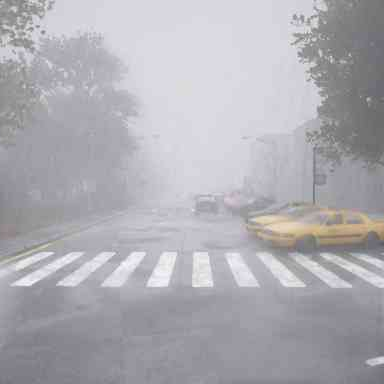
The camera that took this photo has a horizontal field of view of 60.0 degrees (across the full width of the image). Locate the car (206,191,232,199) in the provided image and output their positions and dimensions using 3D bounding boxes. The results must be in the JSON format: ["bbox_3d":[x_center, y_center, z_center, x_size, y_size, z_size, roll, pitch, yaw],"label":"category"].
[{"bbox_3d":[5.656,0.697,69.862,5.008,1.535,2.097,1,0,-20],"label":"car"}]

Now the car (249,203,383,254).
[{"bbox_3d":[5.150,1.359,12.761,5.366,1.575,1.946,1,1,-20],"label":"car"}]

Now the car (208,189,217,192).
[{"bbox_3d":[5.465,0.728,42.809,5.566,2.045,2.435,1,1,-20],"label":"car"}]

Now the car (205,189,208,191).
[{"bbox_3d":[5.520,0.626,51.825,5.566,2.045,2.435,1,1,-20],"label":"car"}]

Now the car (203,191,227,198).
[{"bbox_3d":[5.529,0.606,78.806,5.366,1.575,1.946,1,1,-20],"label":"car"}]

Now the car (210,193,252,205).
[{"bbox_3d":[5.323,0.940,45.770,5.366,1.575,1.946,1,1,-20],"label":"car"}]

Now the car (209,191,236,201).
[{"bbox_3d":[5.576,0.658,60.841,4.553,1.767,2.185,1,0,-20],"label":"car"}]

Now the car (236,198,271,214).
[{"bbox_3d":[5.347,1.285,18.826,4.892,1.521,2.231,1,1,-20],"label":"car"}]

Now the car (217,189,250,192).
[{"bbox_3d":[5.466,0.926,36.836,4.553,1.767,2.185,1,1,-20],"label":"car"}]

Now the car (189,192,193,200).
[{"bbox_3d":[0.270,0.750,65.630,2.128,1.511,4.902,0,1,0],"label":"car"}]

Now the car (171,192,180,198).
[{"bbox_3d":[-3.735,0.673,75.877,1.994,1.385,4.181,0,1,0],"label":"car"}]

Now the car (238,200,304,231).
[{"bbox_3d":[5.156,1.320,15.762,5.366,1.575,1.946,0,1,-20],"label":"car"}]

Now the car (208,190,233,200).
[{"bbox_3d":[5.680,0.600,66.857,4.553,1.767,2.185,1,1,-20],"label":"car"}]

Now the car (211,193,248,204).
[{"bbox_3d":[5.491,0.940,48.827,4.792,1.488,2.163,1,1,-20],"label":"car"}]

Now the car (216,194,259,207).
[{"bbox_3d":[5.450,1.055,39.834,4.674,1.452,2.002,1,0,-20],"label":"car"}]

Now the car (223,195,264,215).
[{"bbox_3d":[5.380,1.205,27.826,4.674,1.452,2.002,0,1,-20],"label":"car"}]

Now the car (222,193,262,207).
[{"bbox_3d":[5.367,1.155,30.817,4.792,1.488,2.163,1,1,-20],"label":"car"}]

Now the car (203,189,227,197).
[{"bbox_3d":[5.746,0.303,84.895,5.566,2.045,2.435,1,0,-20],"label":"car"}]

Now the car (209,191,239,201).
[{"bbox_3d":[5.555,0.689,57.840,4.553,1.767,2.185,1,0,-20],"label":"car"}]

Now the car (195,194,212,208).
[{"bbox_3d":[1.301,1.043,39.563,1.837,1.490,4.892,0,1,0],"label":"car"}]

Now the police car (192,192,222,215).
[{"bbox_3d":[1.243,1.081,29.672,1.930,1.638,5.238,0,1,0],"label":"police car"}]

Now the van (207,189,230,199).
[{"bbox_3d":[5.791,0.444,72.904,4.442,1.987,1.878,1,0,-20],"label":"van"}]

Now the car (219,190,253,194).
[{"bbox_3d":[5.446,0.963,33.835,4.553,1.767,2.185,1,1,-20],"label":"car"}]
